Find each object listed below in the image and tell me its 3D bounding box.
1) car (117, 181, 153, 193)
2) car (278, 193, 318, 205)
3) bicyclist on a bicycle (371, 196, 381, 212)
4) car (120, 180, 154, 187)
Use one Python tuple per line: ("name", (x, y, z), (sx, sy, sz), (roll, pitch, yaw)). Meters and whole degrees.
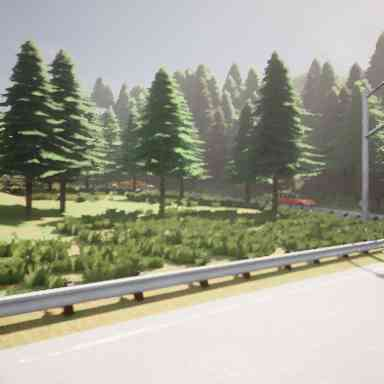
("car", (-8.386, -0.786, 48.831), (4.718, 1.301, 1.895), (5, 1, 11))
("car", (11.098, 0.979, 35.389), (2.097, 1.767, 4.553), (0, 4, -35))
("bicyclist on a bicycle", (19.077, 1.161, 34.327), (1.656, 1.620, 0.582), (-11, 8, -19))
("car", (-7.325, -0.783, 45.166), (5.008, 1.535, 1.882), (4, 0, 9))
